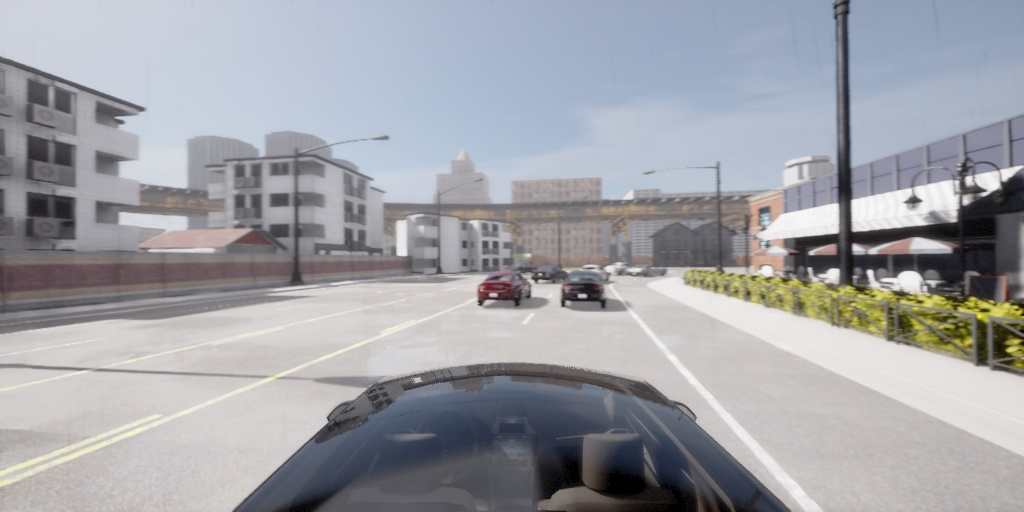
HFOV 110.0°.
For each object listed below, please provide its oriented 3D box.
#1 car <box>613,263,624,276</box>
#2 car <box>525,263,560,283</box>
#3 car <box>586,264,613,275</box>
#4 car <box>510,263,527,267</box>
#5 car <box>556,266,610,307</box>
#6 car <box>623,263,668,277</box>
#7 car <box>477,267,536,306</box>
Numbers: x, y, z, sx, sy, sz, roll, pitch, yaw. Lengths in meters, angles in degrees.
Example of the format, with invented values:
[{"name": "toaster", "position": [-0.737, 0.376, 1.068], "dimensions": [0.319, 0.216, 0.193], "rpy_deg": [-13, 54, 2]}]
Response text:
[{"name": "car", "position": [12.740, 1.491, 41.167], "dimensions": [4.674, 1.442, 1.812], "rpy_deg": [0, -1, -32]}, {"name": "car", "position": [3.246, 1.511, 30.341], "dimensions": [2.033, 1.411, 5.357], "rpy_deg": [-1, -1, 25]}, {"name": "car", "position": [6.633, 1.448, 29.235], "dimensions": [1.812, 1.442, 4.674], "rpy_deg": [-1, 0, 26]}, {"name": "car", "position": [1.064, 1.624, 45.227], "dimensions": [4.892, 1.490, 1.837], "rpy_deg": [0, -1, -45]}, {"name": "car", "position": [3.151, 1.367, 15.880], "dimensions": [1.812, 1.442, 4.674], "rpy_deg": [-1, 0, 12]}, {"name": "car", "position": [14.439, 1.524, 38.118], "dimensions": [4.718, 1.301, 1.895], "rpy_deg": [0, -1, -33]}, {"name": "car", "position": [-0.272, 1.405, 16.610], "dimensions": [1.812, 1.442, 4.674], "rpy_deg": [-1, 0, 12]}]
